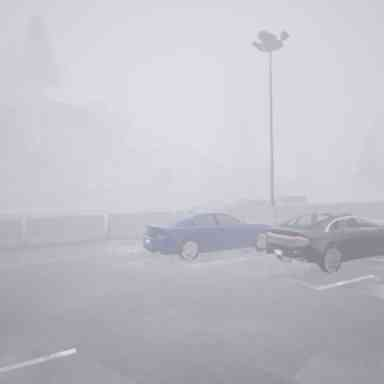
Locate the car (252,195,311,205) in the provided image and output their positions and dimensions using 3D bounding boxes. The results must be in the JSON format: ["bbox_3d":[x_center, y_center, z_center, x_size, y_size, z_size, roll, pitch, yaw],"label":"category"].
[{"bbox_3d":[7.677,1.079,27.632,4.553,1.767,2.097,-1,0,-24],"label":"car"}]

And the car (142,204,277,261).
[{"bbox_3d":[0.691,1.405,12.044,5.008,1.535,1.882,-1,0,-30],"label":"car"}]

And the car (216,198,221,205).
[{"bbox_3d":[5.017,1.300,34.117,4.181,1.385,1.994,-1,0,-24],"label":"car"}]

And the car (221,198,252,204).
[{"bbox_3d":[5.424,1.350,30.484,4.718,1.301,1.895,-1,0,-25],"label":"car"}]

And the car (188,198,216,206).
[{"bbox_3d":[1.837,1.377,36.523,4.718,1.301,1.895,-1,0,-25],"label":"car"}]

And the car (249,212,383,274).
[{"bbox_3d":[4.440,1.367,10.126,4.902,1.511,2.128,-1,0,-29],"label":"car"}]
